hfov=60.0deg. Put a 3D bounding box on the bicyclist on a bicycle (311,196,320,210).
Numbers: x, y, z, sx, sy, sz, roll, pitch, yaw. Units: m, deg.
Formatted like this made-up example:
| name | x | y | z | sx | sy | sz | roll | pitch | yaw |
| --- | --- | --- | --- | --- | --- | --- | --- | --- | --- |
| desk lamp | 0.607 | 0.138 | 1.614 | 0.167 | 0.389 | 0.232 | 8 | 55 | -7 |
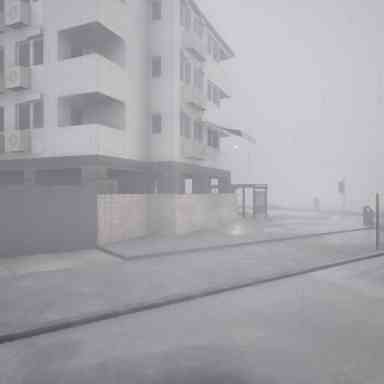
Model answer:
| name | x | y | z | sx | sy | sz | roll | pitch | yaw |
| --- | --- | --- | --- | --- | --- | --- | --- | --- | --- |
| bicyclist on a bicycle | 14.709 | 1.349 | 39.571 | 1.656 | 1.620 | 0.582 | 0 | 0 | -35 |
